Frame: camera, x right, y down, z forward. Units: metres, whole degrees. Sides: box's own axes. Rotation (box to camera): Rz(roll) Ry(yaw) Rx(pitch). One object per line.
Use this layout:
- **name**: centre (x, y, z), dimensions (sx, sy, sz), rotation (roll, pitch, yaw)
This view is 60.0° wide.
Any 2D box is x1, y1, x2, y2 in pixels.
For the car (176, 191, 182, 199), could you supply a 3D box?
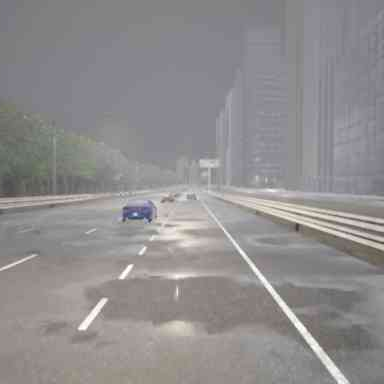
- **car**: centre (-3.756, 0.522, 71.171), dimensions (2.097, 1.767, 4.553), rotation (0, 1, 0)

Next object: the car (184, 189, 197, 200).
- **car**: centre (-0.106, 0.750, 63.532), dimensions (2.128, 1.511, 4.902), rotation (0, 1, 0)

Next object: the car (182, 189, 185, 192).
- **car**: centre (-3.842, 0.441, 95.115), dimensions (1.895, 1.301, 4.718), rotation (0, 1, 0)

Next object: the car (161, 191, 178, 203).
- **car**: centre (-3.637, 1.002, 51.713), dimensions (1.895, 1.301, 4.718), rotation (0, 1, 0)

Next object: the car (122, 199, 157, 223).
- **car**: centre (-3.529, 1.208, 23.169), dimensions (1.882, 1.535, 5.008), rotation (0, 1, 0)
